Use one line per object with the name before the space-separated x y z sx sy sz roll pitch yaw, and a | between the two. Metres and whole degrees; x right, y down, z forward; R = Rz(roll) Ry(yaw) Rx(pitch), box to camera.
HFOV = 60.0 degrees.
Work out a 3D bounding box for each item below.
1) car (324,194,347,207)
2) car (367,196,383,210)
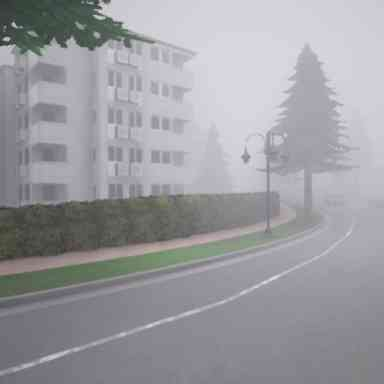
car | 19.121 1.019 44.552 2.097 1.767 4.553 0 0 11
car | 21.546 1.172 38.047 2.128 1.511 4.902 0 0 13
